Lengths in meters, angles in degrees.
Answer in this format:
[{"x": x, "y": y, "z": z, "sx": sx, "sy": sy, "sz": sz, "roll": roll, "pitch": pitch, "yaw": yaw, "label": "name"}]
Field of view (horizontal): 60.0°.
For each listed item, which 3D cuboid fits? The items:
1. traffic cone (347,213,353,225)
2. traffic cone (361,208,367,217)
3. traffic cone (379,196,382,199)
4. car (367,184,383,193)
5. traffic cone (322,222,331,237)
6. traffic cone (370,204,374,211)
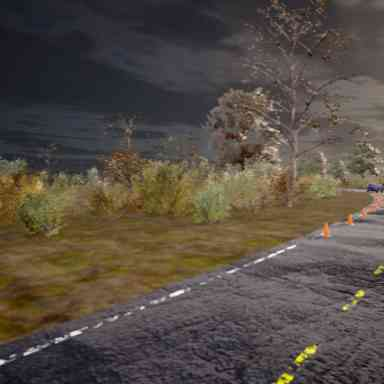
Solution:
[{"x": 8.648, "y": 1.466, "z": 18.171, "sx": 0.340, "sy": 0.580, "sz": 0.340, "roll": 0, "pitch": 2, "yaw": 36, "label": "traffic cone"}, {"x": 11.494, "y": 1.346, "z": 22.218, "sx": 0.340, "sy": 0.580, "sz": 0.340, "roll": 0, "pitch": 1, "yaw": 35, "label": "traffic cone"}, {"x": 19.569, "y": 0.985, "z": 34.670, "sx": 0.340, "sy": 0.580, "sz": 0.340, "roll": 0, "pitch": 1, "yaw": 31, "label": "traffic cone"}, {"x": 41.893, "y": -0.894, "z": 76.176, "sx": 2.150, "sy": 2.045, "sz": 5.566, "roll": 0, "pitch": 1, "yaw": 12, "label": "car"}, {"x": 5.725, "y": 1.585, "z": 14.179, "sx": 0.340, "sy": 0.580, "sz": 0.340, "roll": 0, "pitch": 2, "yaw": 37, "label": "traffic cone"}, {"x": 14.264, "y": 1.226, "z": 26.317, "sx": 0.340, "sy": 0.580, "sz": 0.340, "roll": 0, "pitch": 1, "yaw": 34, "label": "traffic cone"}]
